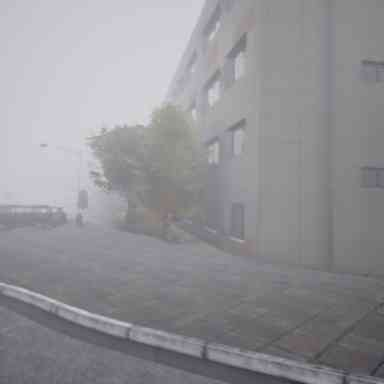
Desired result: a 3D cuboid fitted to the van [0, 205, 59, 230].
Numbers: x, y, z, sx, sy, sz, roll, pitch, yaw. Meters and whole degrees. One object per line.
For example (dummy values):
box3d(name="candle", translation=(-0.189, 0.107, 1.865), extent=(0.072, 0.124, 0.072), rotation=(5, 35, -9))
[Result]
box3d(name="van", translation=(-12.850, 1.955, 25.485), extent=(4.442, 1.987, 1.878), rotation=(1, -4, -18))

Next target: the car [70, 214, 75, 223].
box3d(name="car", translation=(-18.763, 3.625, 44.024), extent=(5.366, 1.575, 1.946), rotation=(1, -5, -18))

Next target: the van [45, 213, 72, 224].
box3d(name="van", translation=(-25.039, 4.913, 62.504), extent=(4.442, 1.987, 1.878), rotation=(1, -5, -18))

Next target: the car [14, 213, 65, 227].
box3d(name="car", translation=(-16.401, 3.004, 36.004), extent=(4.792, 1.488, 2.163), rotation=(1, -5, -18))

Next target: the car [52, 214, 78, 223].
box3d(name="car", translation=(-30.890, 6.405, 81.106), extent=(5.566, 2.045, 2.435), rotation=(1, -5, -18))

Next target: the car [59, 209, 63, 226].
box3d(name="car", translation=(-13.786, 2.382, 28.088), extent=(4.792, 1.488, 2.163), rotation=(1, -4, -18))

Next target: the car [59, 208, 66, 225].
box3d(name="car", translation=(-14.682, 2.551, 30.769), extent=(5.008, 1.535, 2.097), rotation=(1, -5, -18))

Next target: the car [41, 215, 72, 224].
box3d(name="car", translation=(-23.222, 4.708, 57.218), extent=(4.892, 1.521, 2.231), rotation=(1, -5, -18))

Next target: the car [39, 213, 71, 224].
box3d(name="car", translation=(-22.393, 4.365, 54.571), extent=(4.553, 1.767, 2.185), rotation=(1, -5, -18))

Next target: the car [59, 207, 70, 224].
box3d(name="car", translation=(-15.547, 2.508, 33.376), extent=(5.566, 2.045, 2.435), rotation=(1, -5, -18))

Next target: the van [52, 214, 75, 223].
box3d(name="van", translation=(-28.238, 5.783, 73.178), extent=(4.442, 1.987, 1.878), rotation=(1, -5, -18))
